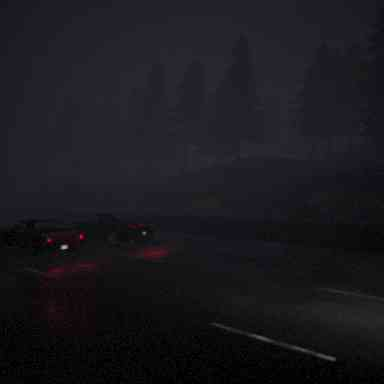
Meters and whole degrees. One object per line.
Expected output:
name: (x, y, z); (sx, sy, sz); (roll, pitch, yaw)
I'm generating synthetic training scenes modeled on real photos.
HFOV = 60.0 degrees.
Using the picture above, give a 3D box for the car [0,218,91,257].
car: (-6.490, 1.787, 13.835); (4.718, 1.301, 1.895); (-1, -1, 39)

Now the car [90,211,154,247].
car: (-4.043, 1.698, 16.357); (5.008, 1.535, 1.882); (-1, -1, 39)
